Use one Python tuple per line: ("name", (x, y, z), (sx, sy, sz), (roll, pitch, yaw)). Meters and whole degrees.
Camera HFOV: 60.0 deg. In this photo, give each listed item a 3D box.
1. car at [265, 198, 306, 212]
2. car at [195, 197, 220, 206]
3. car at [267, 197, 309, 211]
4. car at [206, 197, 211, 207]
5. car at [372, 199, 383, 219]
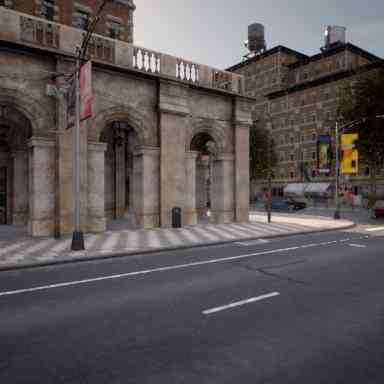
("car", (10.495, 1.563, 38.432), (1.994, 1.385, 4.181), (0, 0, -36))
("car", (2.487, 1.564, 55.587), (1.994, 1.385, 4.181), (0, 0, -36))
("car", (12.076, 1.477, 42.232), (1.882, 1.535, 5.008), (0, 0, -36))
("car", (1.151, 1.595, 46.040), (1.895, 1.301, 4.718), (0, 0, -36))
("car", (16.000, 1.351, 25.618), (2.097, 1.767, 4.553), (0, 0, -3))
